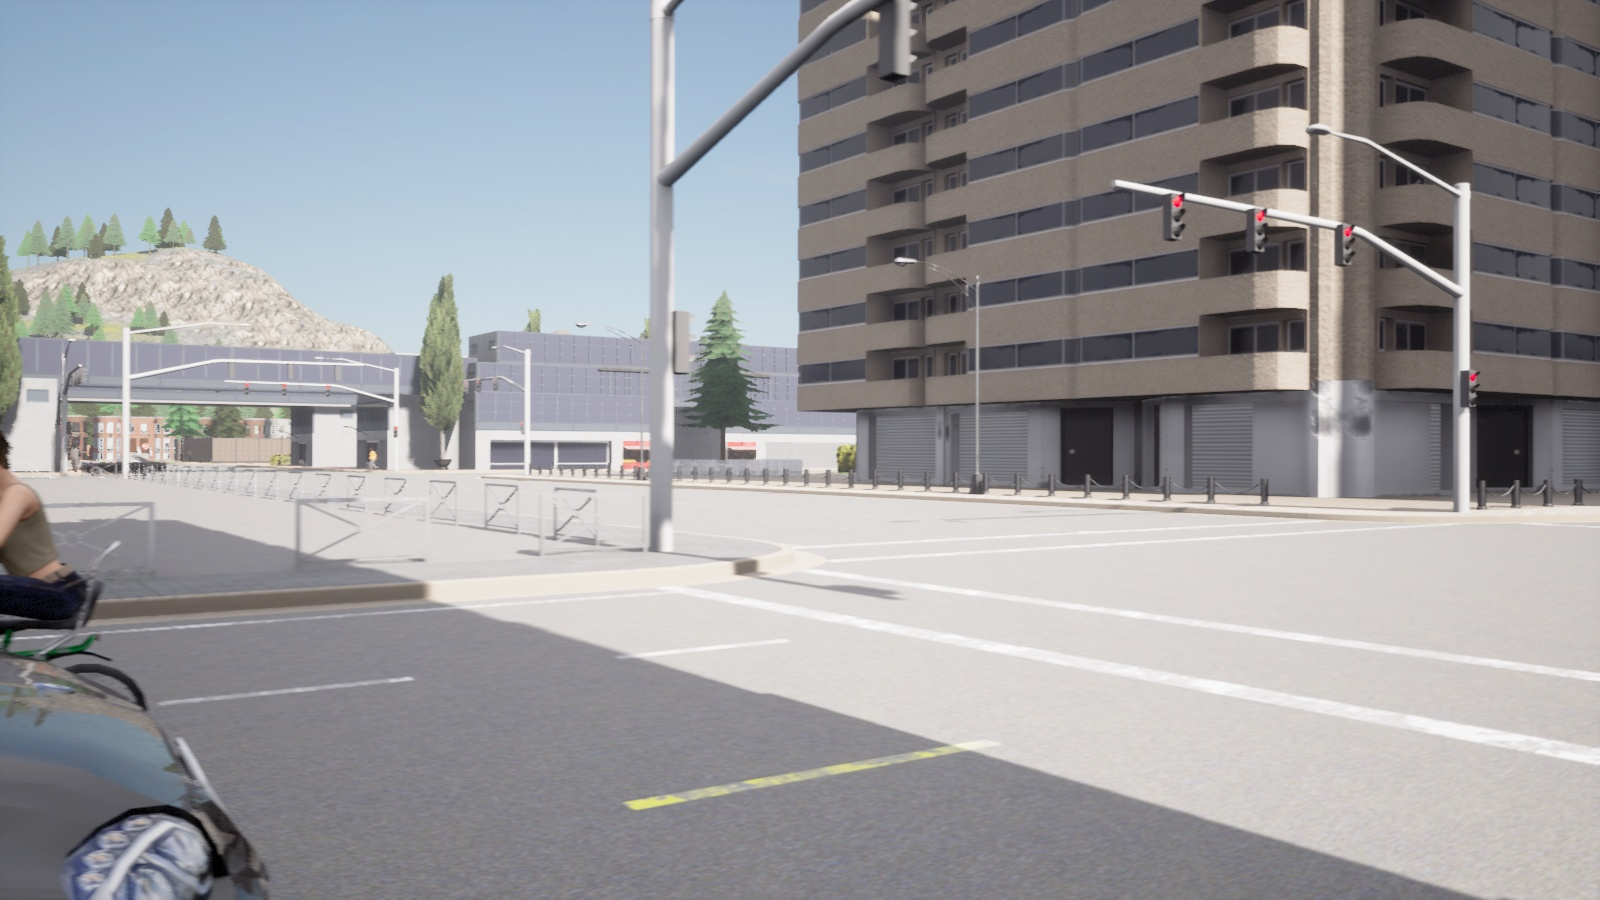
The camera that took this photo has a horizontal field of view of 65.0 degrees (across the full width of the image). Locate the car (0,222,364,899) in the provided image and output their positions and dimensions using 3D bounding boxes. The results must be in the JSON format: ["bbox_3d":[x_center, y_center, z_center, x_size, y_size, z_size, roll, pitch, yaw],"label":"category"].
[{"bbox_3d":[-3.335,0.534,1.338,5.027,1.651,2.152,0,0,-35],"label":"car"}]

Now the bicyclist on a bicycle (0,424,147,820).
[{"bbox_3d":[-3.688,0.702,5.351,1.509,1.612,0.866,0,0,-35],"label":"bicyclist on a bicycle"}]

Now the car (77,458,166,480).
[{"bbox_3d":[-42.542,1.184,78.734,4.718,1.301,1.895,0,0,-35],"label":"car"}]
